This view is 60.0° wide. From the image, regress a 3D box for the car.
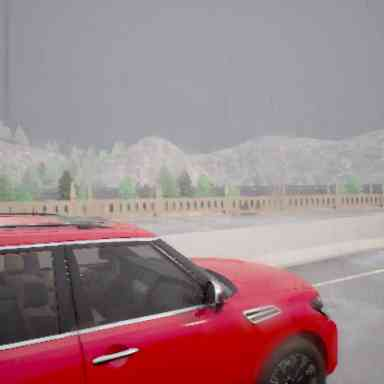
[{"bbox_3d":[-1.137,1.209,2.833,5.566,2.045,2.150,0,0,-34],"label":"car"}]
